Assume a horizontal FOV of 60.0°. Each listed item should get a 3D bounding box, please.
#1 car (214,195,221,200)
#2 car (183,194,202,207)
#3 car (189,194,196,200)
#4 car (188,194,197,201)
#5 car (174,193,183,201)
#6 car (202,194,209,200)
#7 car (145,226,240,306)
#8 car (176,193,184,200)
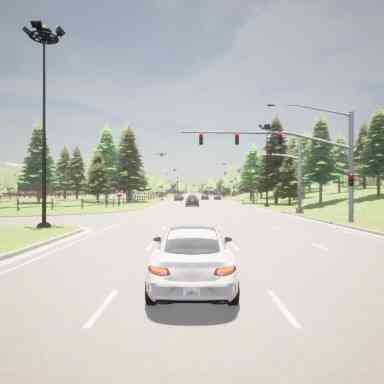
[{"bbox_3d":[7.114,1.525,93.258,2.128,1.511,4.902,0,0,0],"label":"car"},{"bbox_3d":[0.063,1.352,51.790,2.097,1.767,4.553,0,0,0],"label":"car"},{"bbox_3d":[0.114,1.332,92.853,1.837,1.490,4.892,0,0,0],"label":"car"},{"bbox_3d":[0.102,1.347,82.820,2.097,1.767,4.553,0,0,0],"label":"car"},{"bbox_3d":[-3.398,1.544,82.821,1.994,1.385,4.181,0,0,0],"label":"car"},{"bbox_3d":[3.614,1.355,93.232,2.097,1.767,4.553,0,0,0],"label":"car"},{"bbox_3d":[0.016,1.526,7.917,1.812,1.442,4.674,0,0,0],"label":"car"},{"bbox_3d":[-3.386,1.187,92.827,2.097,1.767,4.553,0,0,0],"label":"car"}]
